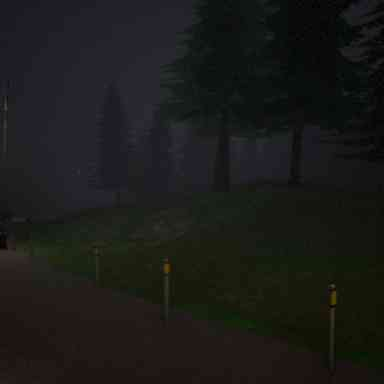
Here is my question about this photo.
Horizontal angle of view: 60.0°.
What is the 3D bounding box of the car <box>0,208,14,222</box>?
[{"bbox_3d":[-21.340,2.501,36.640,2.128,1.511,4.902,3,-2,-8],"label":"car"}]
